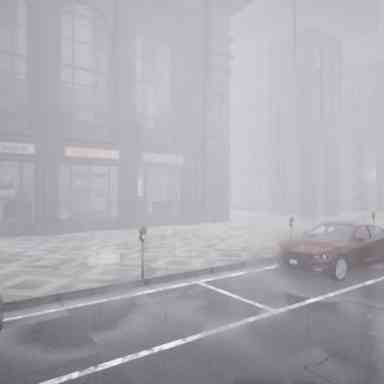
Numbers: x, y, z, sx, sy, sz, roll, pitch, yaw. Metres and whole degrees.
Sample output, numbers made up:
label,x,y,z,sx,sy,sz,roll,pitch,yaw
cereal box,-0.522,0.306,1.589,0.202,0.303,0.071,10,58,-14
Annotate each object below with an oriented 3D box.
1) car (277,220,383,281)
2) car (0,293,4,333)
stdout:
label,x,y,z,sx,sy,sz,roll,pitch,yaw
car,4.418,1.539,9.797,4.507,1.381,1.887,0,0,-36
car,-4.702,1.316,3.290,5.009,1.841,2.192,0,0,-36
